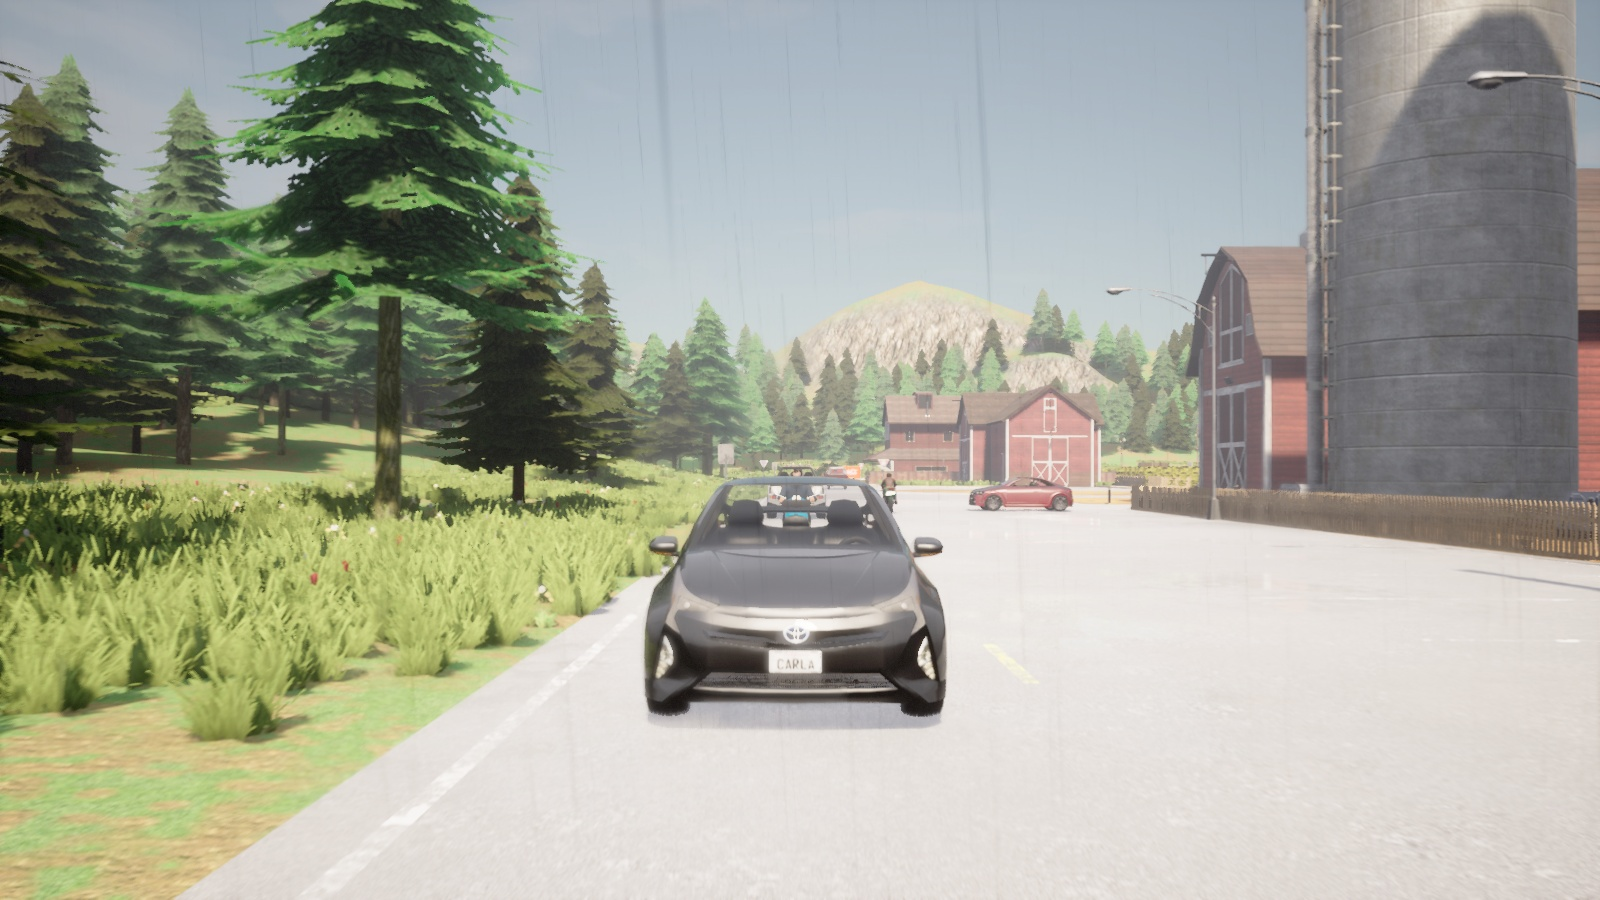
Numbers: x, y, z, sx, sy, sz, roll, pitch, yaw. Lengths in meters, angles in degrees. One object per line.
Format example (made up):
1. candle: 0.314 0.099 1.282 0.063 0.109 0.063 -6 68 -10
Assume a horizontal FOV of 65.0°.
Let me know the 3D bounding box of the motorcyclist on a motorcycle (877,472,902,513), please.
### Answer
1. motorcyclist on a motorcycle: 3.383 1.595 47.685 0.797 1.523 2.044 0 -1 0

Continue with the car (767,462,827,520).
1. car: -0.104 1.354 42.398 1.932 1.855 4.605 0 -1 0

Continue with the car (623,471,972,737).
1. car: -0.023 0.924 9.498 2.007 1.525 4.514 0 -1 0
